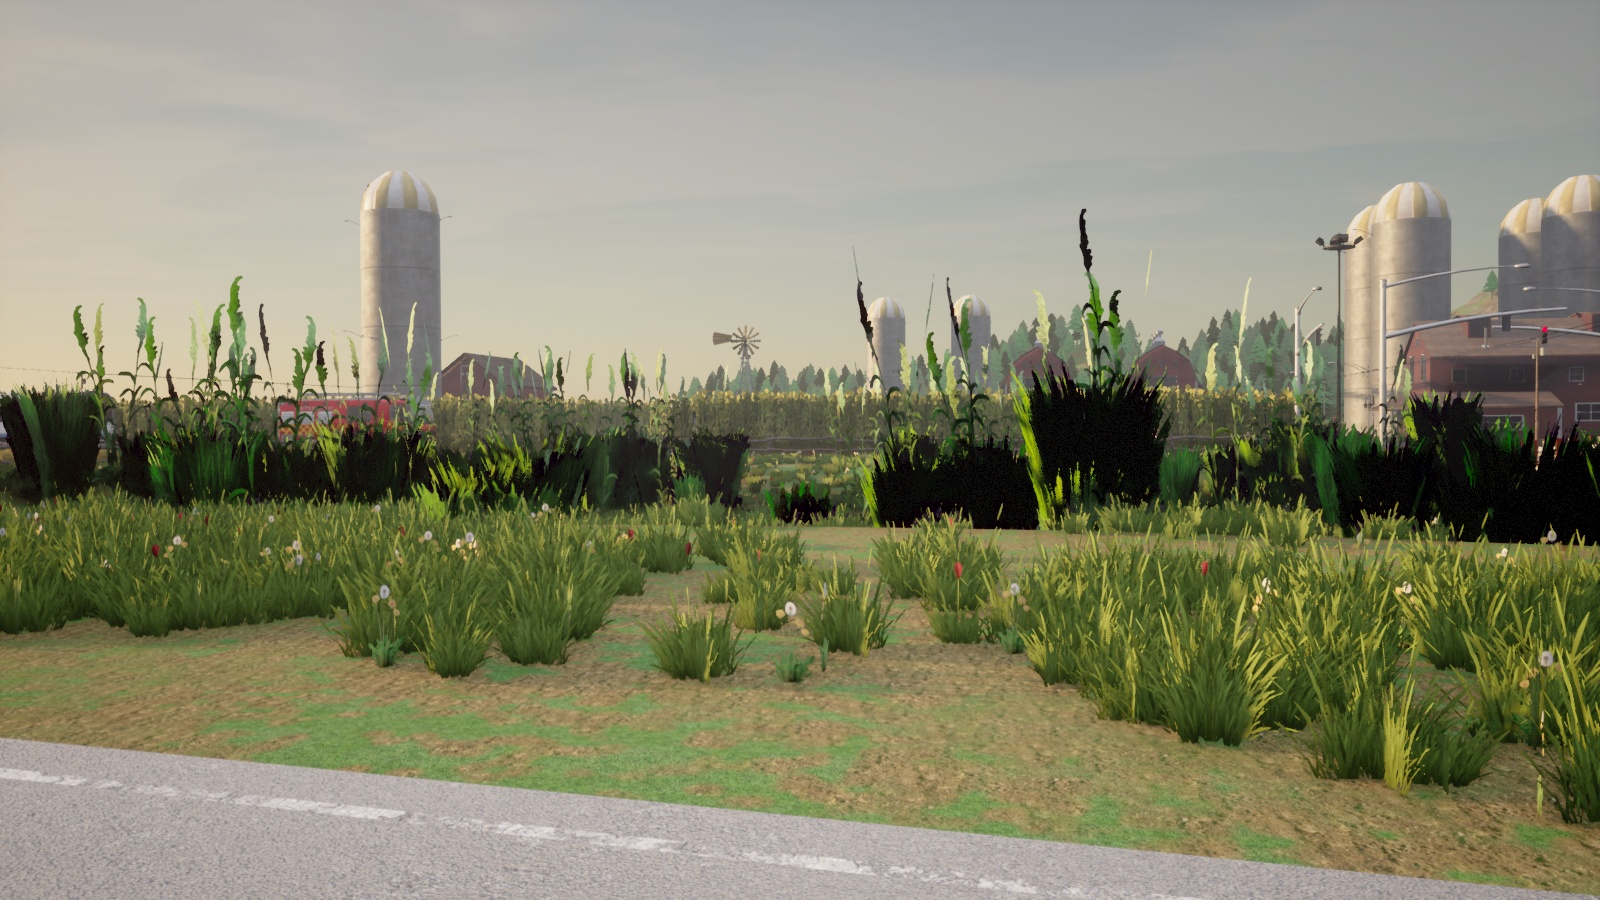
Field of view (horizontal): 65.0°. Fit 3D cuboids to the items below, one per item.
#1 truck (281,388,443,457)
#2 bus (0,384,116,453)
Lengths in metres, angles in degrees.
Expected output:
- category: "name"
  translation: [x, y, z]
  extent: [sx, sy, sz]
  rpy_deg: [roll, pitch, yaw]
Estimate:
- category: "truck"
  translation: [-24.925, -1.563, 71.622]
  extent: [8.468, 3.827, 2.891]
  rpy_deg: [0, 1, 12]
- category: "bus"
  translation: [-49.612, -1.997, 80.234]
  extent: [10.273, 4.253, 3.944]
  rpy_deg: [0, 1, 12]
